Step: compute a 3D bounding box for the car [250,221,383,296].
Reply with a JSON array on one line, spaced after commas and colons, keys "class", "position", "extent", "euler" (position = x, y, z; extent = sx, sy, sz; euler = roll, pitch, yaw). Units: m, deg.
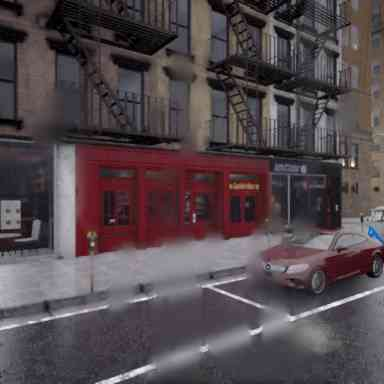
[{"class": "car", "position": [3.374, 1.580, 8.572], "extent": [4.206, 1.307, 1.802], "euler": [0, 0, -35]}]

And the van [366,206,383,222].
[{"class": "van", "position": [7.786, 1.338, 11.696], "extent": [3.998, 1.788, 1.690], "euler": [0, 0, -35]}]
